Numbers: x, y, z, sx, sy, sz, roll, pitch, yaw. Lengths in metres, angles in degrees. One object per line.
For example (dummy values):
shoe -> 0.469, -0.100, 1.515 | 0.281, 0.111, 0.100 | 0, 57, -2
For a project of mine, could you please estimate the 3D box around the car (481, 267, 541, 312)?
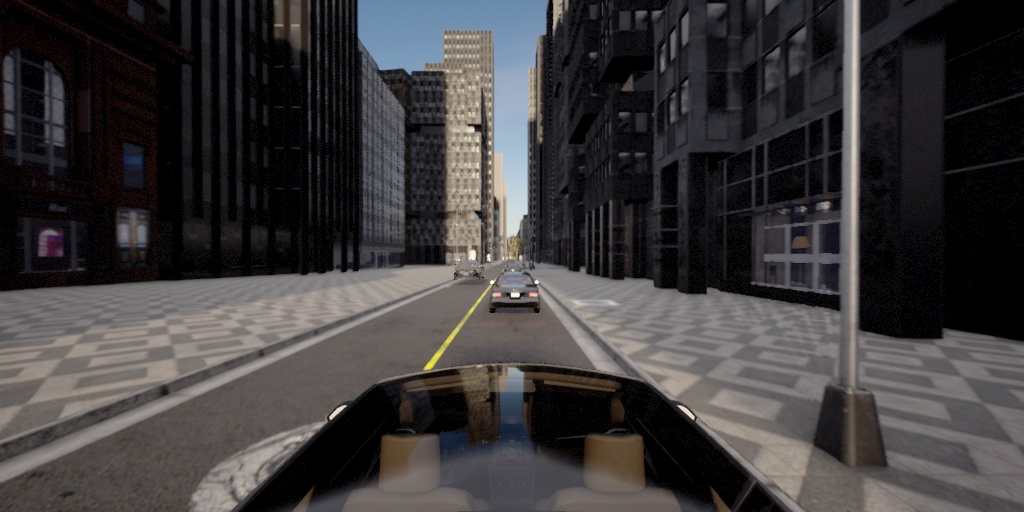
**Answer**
car -> 0.101, 1.330, 14.251 | 2.033, 1.411, 5.357 | 0, 0, 0

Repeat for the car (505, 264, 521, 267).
car -> 0.100, 1.544, 41.285 | 1.994, 1.385, 4.181 | 0, -1, 0

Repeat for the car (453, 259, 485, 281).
car -> -3.000, 0.941, 25.838 | 1.882, 1.535, 5.008 | 0, 0, 0
